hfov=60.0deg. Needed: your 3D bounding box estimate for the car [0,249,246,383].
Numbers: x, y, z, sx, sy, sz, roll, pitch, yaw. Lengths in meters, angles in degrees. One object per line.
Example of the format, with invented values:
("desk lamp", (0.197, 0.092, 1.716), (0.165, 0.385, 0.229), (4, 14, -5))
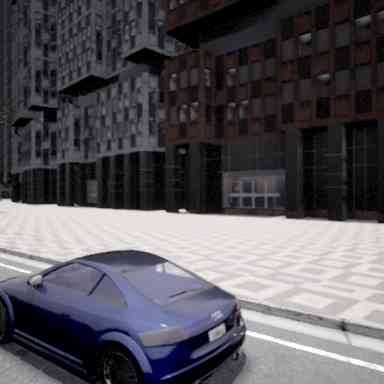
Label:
("car", (-1.320, 1.594, 5.019), (4.181, 1.385, 1.994), (0, 0, 37))
